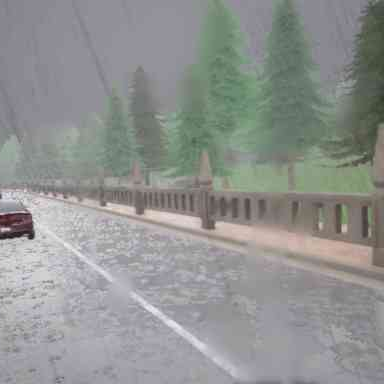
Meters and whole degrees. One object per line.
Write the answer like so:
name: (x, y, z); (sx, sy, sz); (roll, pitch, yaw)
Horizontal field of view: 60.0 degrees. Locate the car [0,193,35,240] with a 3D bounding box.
car: (-7.484, 1.015, 13.089); (1.882, 1.535, 5.008); (-5, 4, -32)
